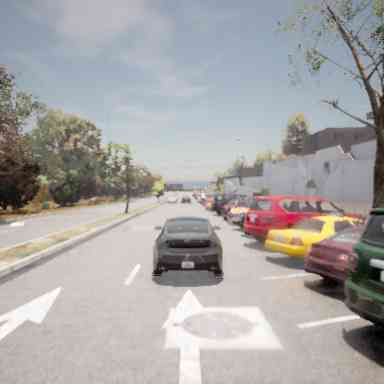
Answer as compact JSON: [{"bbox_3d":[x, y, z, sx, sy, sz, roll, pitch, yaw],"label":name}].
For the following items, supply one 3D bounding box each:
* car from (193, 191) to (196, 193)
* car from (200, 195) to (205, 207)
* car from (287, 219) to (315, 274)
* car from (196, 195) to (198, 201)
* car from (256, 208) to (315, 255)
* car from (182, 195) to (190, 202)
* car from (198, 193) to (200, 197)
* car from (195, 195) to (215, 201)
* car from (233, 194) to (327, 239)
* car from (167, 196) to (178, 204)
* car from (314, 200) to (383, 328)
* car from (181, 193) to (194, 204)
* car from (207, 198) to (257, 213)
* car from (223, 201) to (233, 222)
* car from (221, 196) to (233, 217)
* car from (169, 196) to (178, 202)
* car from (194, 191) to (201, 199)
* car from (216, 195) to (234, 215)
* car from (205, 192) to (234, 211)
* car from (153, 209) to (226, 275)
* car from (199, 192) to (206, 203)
[{"bbox_3d":[3.686,1.407,77.203,5.566,2.045,2.435,1,1,-21],"label":"car"},{"bbox_3d":[4.204,1.528,41.130,5.366,1.575,1.946,1,0,-21],"label":"car"},{"bbox_3d":[4.971,1.520,8.194,4.674,1.452,2.002,1,0,-21],"label":"car"},{"bbox_3d":[3.957,1.702,65.226,4.792,1.488,2.163,1,0,-21],"label":"car"},{"bbox_3d":[5.101,1.477,11.265,5.366,1.575,1.946,1,0,-21],"label":"car"},{"bbox_3d":[-1.424,1.570,80.529,1.812,1.442,4.674,0,0,-1],"label":"car"},{"bbox_3d":[4.075,1.527,59.214,4.553,1.767,2.185,1,0,-21],"label":"car"},{"bbox_3d":[3.461,1.598,89.219,4.792,1.488,2.163,1,1,-21],"label":"car"},{"bbox_3d":[4.904,1.225,14.211,5.566,2.045,2.435,1,0,-21],"label":"car"},{"bbox_3d":[-4.245,1.714,70.832,1.812,1.442,4.674,0,0,-1],"label":"car"},{"bbox_3d":[5.049,1.231,5.199,5.566,2.045,2.435,1,0,-21],"label":"car"},{"bbox_3d":[-1.238,1.544,70.494,2.097,1.767,4.553,0,0,-1],"label":"car"},{"bbox_3d":[4.604,1.518,38.271,5.366,1.575,1.946,1,-1,-21],"label":"car"},{"bbox_3d":[4.773,1.475,20.198,4.892,1.521,2.231,1,0,-21],"label":"car"},{"bbox_3d":[4.743,1.350,23.208,4.553,1.767,2.185,1,0,-21],"label":"car"},{"bbox_3d":[-4.431,1.682,80.867,1.895,1.301,4.718,0,0,-1],"label":"car"},{"bbox_3d":[3.904,1.425,68.225,5.566,2.045,2.435,1,0,-21],"label":"car"},{"bbox_3d":[4.625,1.352,26.192,4.553,1.767,2.185,1,0,-21],"label":"car"},{"bbox_3d":[4.570,1.242,32.219,5.566,2.045,2.435,1,-1,-21],"label":"car"},{"bbox_3d":[-0.136,1.501,10.390,1.837,1.490,4.892,0,0,-1],"label":"car"},{"bbox_3d":[4.300,1.301,44.186,5.566,2.045,2.435,1,0,-21],"label":"car"}]
